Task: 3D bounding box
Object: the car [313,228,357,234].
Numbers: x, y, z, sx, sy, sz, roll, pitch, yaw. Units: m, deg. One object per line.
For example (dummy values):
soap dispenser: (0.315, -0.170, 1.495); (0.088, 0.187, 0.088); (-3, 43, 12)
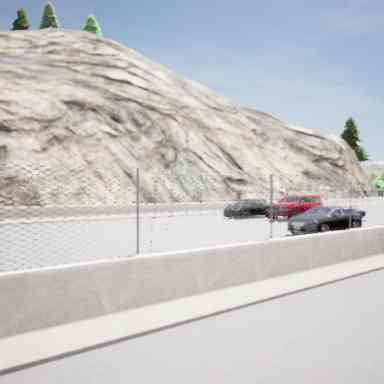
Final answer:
car: (7.135, 1.492, 17.699); (4.902, 1.511, 2.128); (0, 0, -36)
